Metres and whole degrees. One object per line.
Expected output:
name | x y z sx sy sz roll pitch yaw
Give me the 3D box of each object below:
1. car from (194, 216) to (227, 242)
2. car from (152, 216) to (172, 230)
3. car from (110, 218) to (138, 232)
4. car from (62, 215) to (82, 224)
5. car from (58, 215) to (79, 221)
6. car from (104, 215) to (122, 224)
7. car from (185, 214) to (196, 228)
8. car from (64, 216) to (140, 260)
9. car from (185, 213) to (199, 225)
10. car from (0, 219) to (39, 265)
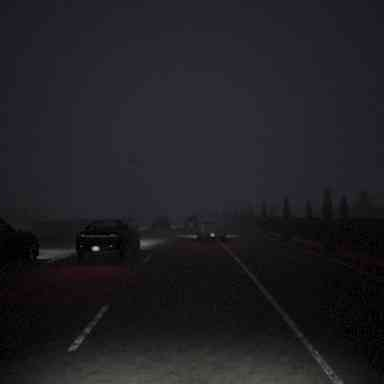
car | 1.218 2.464 21.989 1.812 1.442 4.674 0 -4 0
car | -3.413 3.448 37.648 2.128 1.511 4.902 0 -4 0
car | -6.913 3.343 34.339 1.895 1.301 4.718 0 -4 0
car | -21.145 4.841 58.848 1.837 1.490 4.892 0 -4 -1
car | -17.587 4.088 47.488 2.128 1.511 4.902 0 -4 1
car | -14.154 4.956 59.953 2.033 1.411 5.357 0 -4 -1
car | 0.014 3.832 43.333 1.837 1.490 4.892 0 -4 1
car | -3.404 1.927 14.193 2.128 1.511 4.902 0 -3 0
car | -0.016 4.469 55.483 2.097 1.767 4.553 0 -4 -2
car | -6.904 1.611 10.893 2.097 1.767 4.553 0 -3 0
